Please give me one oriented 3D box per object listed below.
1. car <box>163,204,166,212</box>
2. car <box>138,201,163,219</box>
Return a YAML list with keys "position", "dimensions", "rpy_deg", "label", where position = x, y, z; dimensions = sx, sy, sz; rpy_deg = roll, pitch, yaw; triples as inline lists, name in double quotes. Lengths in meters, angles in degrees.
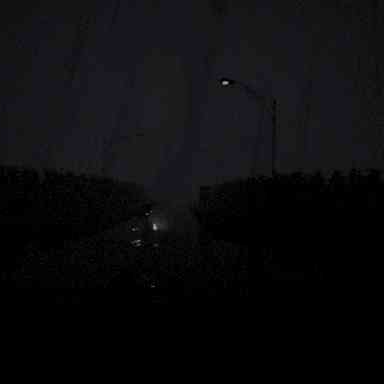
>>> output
- position: [-4.745, 2.031, 46.270]
  dimensions: [1.812, 1.442, 4.674]
  rpy_deg: [1, -1, -2]
  label: "car"
- position: [-4.247, 1.868, 33.353]
  dimensions: [1.837, 1.490, 4.892]
  rpy_deg: [1, -1, -2]
  label: "car"
